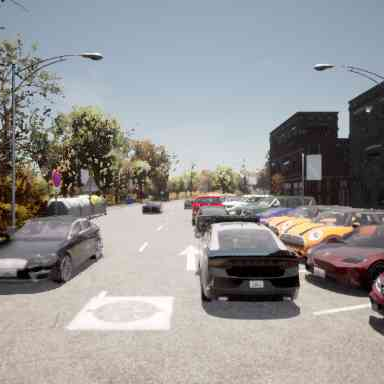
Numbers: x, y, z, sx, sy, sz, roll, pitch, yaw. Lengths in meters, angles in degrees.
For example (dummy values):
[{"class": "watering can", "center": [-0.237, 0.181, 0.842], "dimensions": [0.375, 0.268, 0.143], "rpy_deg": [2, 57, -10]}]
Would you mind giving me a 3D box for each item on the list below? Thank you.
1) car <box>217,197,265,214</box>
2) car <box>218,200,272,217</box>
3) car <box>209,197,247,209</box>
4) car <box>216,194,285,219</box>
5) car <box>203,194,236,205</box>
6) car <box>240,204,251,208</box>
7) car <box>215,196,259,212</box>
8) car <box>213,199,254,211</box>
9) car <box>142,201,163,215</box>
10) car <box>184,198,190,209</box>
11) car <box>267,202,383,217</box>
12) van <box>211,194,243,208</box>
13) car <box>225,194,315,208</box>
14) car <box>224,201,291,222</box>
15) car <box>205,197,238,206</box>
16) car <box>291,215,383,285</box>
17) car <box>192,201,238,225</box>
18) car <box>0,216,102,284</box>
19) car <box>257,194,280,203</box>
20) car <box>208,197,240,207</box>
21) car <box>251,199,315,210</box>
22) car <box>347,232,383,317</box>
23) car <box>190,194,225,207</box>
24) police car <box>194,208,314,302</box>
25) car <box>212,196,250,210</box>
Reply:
[{"class": "car", "center": [5.209, 1.414, 35.675], "dimensions": [4.553, 1.767, 2.185], "rpy_deg": [1, 0, -20]}, {"class": "car", "center": [5.219, 1.560, 32.660], "dimensions": [4.792, 1.488, 2.163], "rpy_deg": [1, 0, -20]}, {"class": "car", "center": [5.209, 1.583, 47.696], "dimensions": [5.008, 1.535, 2.097], "rpy_deg": [1, -1, -20]}, {"class": "car", "center": [5.225, 1.271, 29.661], "dimensions": [5.566, 2.045, 2.435], "rpy_deg": [1, 0, -20]}, {"class": "car", "center": [5.171, 1.391, 62.734], "dimensions": [5.566, 2.045, 2.435], "rpy_deg": [1, 0, -20]}, {"class": "car", "center": [5.257, 1.538, 17.666], "dimensions": [4.674, 1.452, 2.002], "rpy_deg": [1, 0, -20]}, {"class": "car", "center": [5.205, 1.424, 38.676], "dimensions": [4.553, 1.767, 2.185], "rpy_deg": [1, 0, -20]}, {"class": "car", "center": [5.232, 1.601, 41.684], "dimensions": [4.674, 1.452, 2.002], "rpy_deg": [1, 0, -20]}, {"class": "car", "center": [-4.109, 1.653, 34.911], "dimensions": [1.895, 1.301, 4.718], "rpy_deg": [0, 0, 0]}, {"class": "car", "center": [-0.129, 1.587, 46.917], "dimensions": [2.128, 1.511, 4.902], "rpy_deg": [0, 0, 0]}, {"class": "car", "center": [5.303, 1.366, 11.668], "dimensions": [4.553, 1.767, 2.185], "rpy_deg": [1, 0, -20]}, {"class": "van", "center": [5.318, 1.371, 50.742], "dimensions": [4.442, 1.987, 1.878], "rpy_deg": [1, -1, -20]}, {"class": "car", "center": [5.247, 1.251, 20.644], "dimensions": [5.566, 2.045, 2.435], "rpy_deg": [1, 0, -20]}, {"class": "car", "center": [5.222, 1.545, 26.659], "dimensions": [4.792, 1.488, 2.163], "rpy_deg": [1, 0, -20]}, {"class": "car", "center": [5.006, 1.613, 56.639], "dimensions": [5.366, 1.575, 1.946], "rpy_deg": [1, 0, -20]}, {"class": "car", "center": [5.250, 1.518, 8.648], "dimensions": [4.792, 1.488, 2.163], "rpy_deg": [1, 0, -20]}, {"class": "car", "center": [1.108, 1.491, 18.359], "dimensions": [1.882, 1.535, 5.008], "rpy_deg": [0, 0, 0]}, {"class": "car", "center": [-4.002, 1.495, 9.674], "dimensions": [2.128, 1.511, 4.902], "rpy_deg": [0, 0, 0]}, {"class": "car", "center": [18.074, 1.464, 78.777], "dimensions": [2.435, 2.045, 5.566], "rpy_deg": [0, 0, -22]}, {"class": "car", "center": [5.200, 1.647, 53.698], "dimensions": [4.674, 1.452, 2.002], "rpy_deg": [1, 0, -20]}, {"class": "car", "center": [5.298, 1.369, 14.669], "dimensions": [4.553, 1.767, 2.185], "rpy_deg": [1, 0, -20]}, {"class": "car", "center": [5.289, 1.527, 5.656], "dimensions": [4.674, 1.452, 2.002], "rpy_deg": [1, 0, -20]}, {"class": "car", "center": [1.097, 1.250, 24.390], "dimensions": [2.150, 2.045, 5.566], "rpy_deg": [0, 0, 0]}, {"class": "police car", "center": [1.133, 1.428, 8.469], "dimensions": [1.930, 1.638, 5.238], "rpy_deg": [0, 0, 0]}, {"class": "car", "center": [5.259, 1.447, 44.693], "dimensions": [4.553, 1.767, 2.185], "rpy_deg": [1, 0, -20]}]
